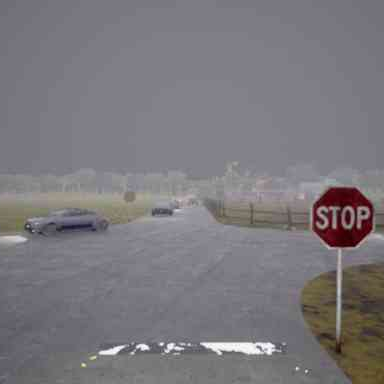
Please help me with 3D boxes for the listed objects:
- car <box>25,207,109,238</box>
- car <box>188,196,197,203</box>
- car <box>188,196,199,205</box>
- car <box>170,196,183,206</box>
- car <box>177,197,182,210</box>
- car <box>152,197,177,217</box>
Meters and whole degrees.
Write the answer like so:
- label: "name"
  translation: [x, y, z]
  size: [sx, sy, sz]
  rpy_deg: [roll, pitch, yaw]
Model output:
- label: "car"
  translation: [-6.634, 1.543, 17.903]
  size: [4.181, 1.385, 1.994]
  rpy_deg: [0, 1, -41]
- label: "car"
  translation: [0.157, 1.567, 70.981]
  size: [1.882, 1.535, 5.008]
  rpy_deg: [0, 0, 0]
- label: "car"
  translation: [0.241, 1.620, 60.313]
  size: [2.033, 1.411, 5.357]
  rpy_deg: [0, 0, 0]
- label: "car"
  translation: [-2.642, 1.545, 57.251]
  size: [1.882, 1.535, 5.008]
  rpy_deg: [0, 0, 0]
- label: "car"
  translation: [-2.736, 1.613, 44.725]
  size: [1.994, 1.385, 4.181]
  rpy_deg: [0, 0, 0]
- label: "car"
  translation: [-2.772, 1.510, 32.422]
  size: [1.882, 1.535, 5.008]
  rpy_deg: [0, 0, 0]
